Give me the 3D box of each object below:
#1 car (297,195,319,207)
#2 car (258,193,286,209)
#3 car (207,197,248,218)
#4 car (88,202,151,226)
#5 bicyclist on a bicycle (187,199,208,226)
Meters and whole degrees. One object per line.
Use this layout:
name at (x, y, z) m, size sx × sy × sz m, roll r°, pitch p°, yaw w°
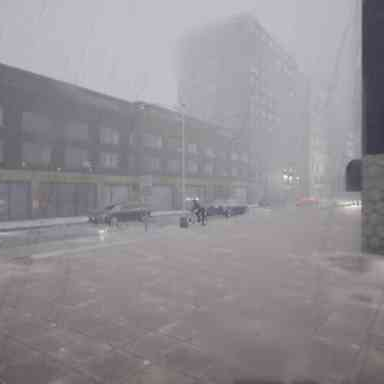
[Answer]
car at (17.297, 1.279, 49.530) m, size 2.097 × 1.767 × 4.553 m, roll 0°, pitch 0°, yaw 36°
car at (11.087, 1.156, 45.763) m, size 2.150 × 2.045 × 5.566 m, roll 0°, pitch 0°, yaw 36°
car at (3.283, 1.316, 29.875) m, size 2.097 × 1.767 × 4.553 m, roll 0°, pitch 0°, yaw 36°
car at (-4.976, 1.481, 23.384) m, size 1.837 × 1.490 × 4.892 m, roll 0°, pitch 0°, yaw 36°
bicyclist on a bicycle at (0.293, 1.285, 20.681) m, size 1.656 × 1.620 × 0.582 m, roll 0°, pitch 0°, yaw 36°
